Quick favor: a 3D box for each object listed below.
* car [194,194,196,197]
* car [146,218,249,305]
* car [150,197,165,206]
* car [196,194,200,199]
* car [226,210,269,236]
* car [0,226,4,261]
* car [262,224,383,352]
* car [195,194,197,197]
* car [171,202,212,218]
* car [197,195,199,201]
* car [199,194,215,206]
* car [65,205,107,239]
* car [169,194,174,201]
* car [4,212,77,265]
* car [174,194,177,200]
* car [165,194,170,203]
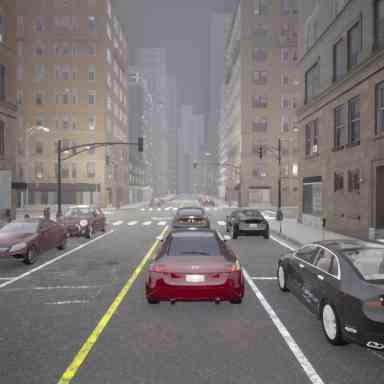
[{"bbox_3d":[2.499,1.456,92.113,2.192,1.841,5.009,0,0,0],"label":"car"},{"bbox_3d":[0.042,1.564,8.156,1.994,1.385,4.181,0,0,-1],"label":"car"},{"bbox_3d":[-5.903,1.617,54.221,1.802,1.307,4.206,0,0,0],"label":"car"},{"bbox_3d":[2.552,1.523,75.886,1.967,1.590,4.097,0,0,0],"label":"car"},{"bbox_3d":[2.773,1.566,17.160,1.947,1.339,4.313,0,0,0],"label":"car"},{"bbox_3d":[-5.697,1.566,6.115,1.947,1.339,4.313,0,0,0],"label":"car"},{"bbox_3d":[2.828,1.550,6.158,2.008,1.369,4.403,0,0,0],"label":"car"},{"bbox_3d":[2.517,1.559,86.704,1.967,1.590,4.097,0,0,0],"label":"car"},{"bbox_3d":[-0.046,1.505,17.069,1.837,1.490,4.892,0,0,0],"label":"car"},{"bbox_3d":[2.588,1.606,65.068,2.008,1.369,4.403,0,0,0],"label":"car"},{"bbox_3d":[2.621,1.475,54.250,1.967,1.590,4.097,0,0,0],"label":"car"},{"bbox_3d":[-5.752,1.441,17.118,1.967,1.590,4.097,0,0,0],"label":"car"},{"bbox_3d":[-5.989,1.625,81.093,1.752,1.417,4.829,0,0,0],"label":"car"},{"bbox_3d":[-5.725,1.582,11.617,1.802,1.307,4.206,0,0,0],"label":"car"},{"bbox_3d":[-6.025,1.456,92.081,2.192,1.841,5.009,0,0,0],"label":"car"},{"bbox_3d":[-5.937,1.606,65.037,2.008,1.369,4.403,0,0,0],"label":"car"}]
